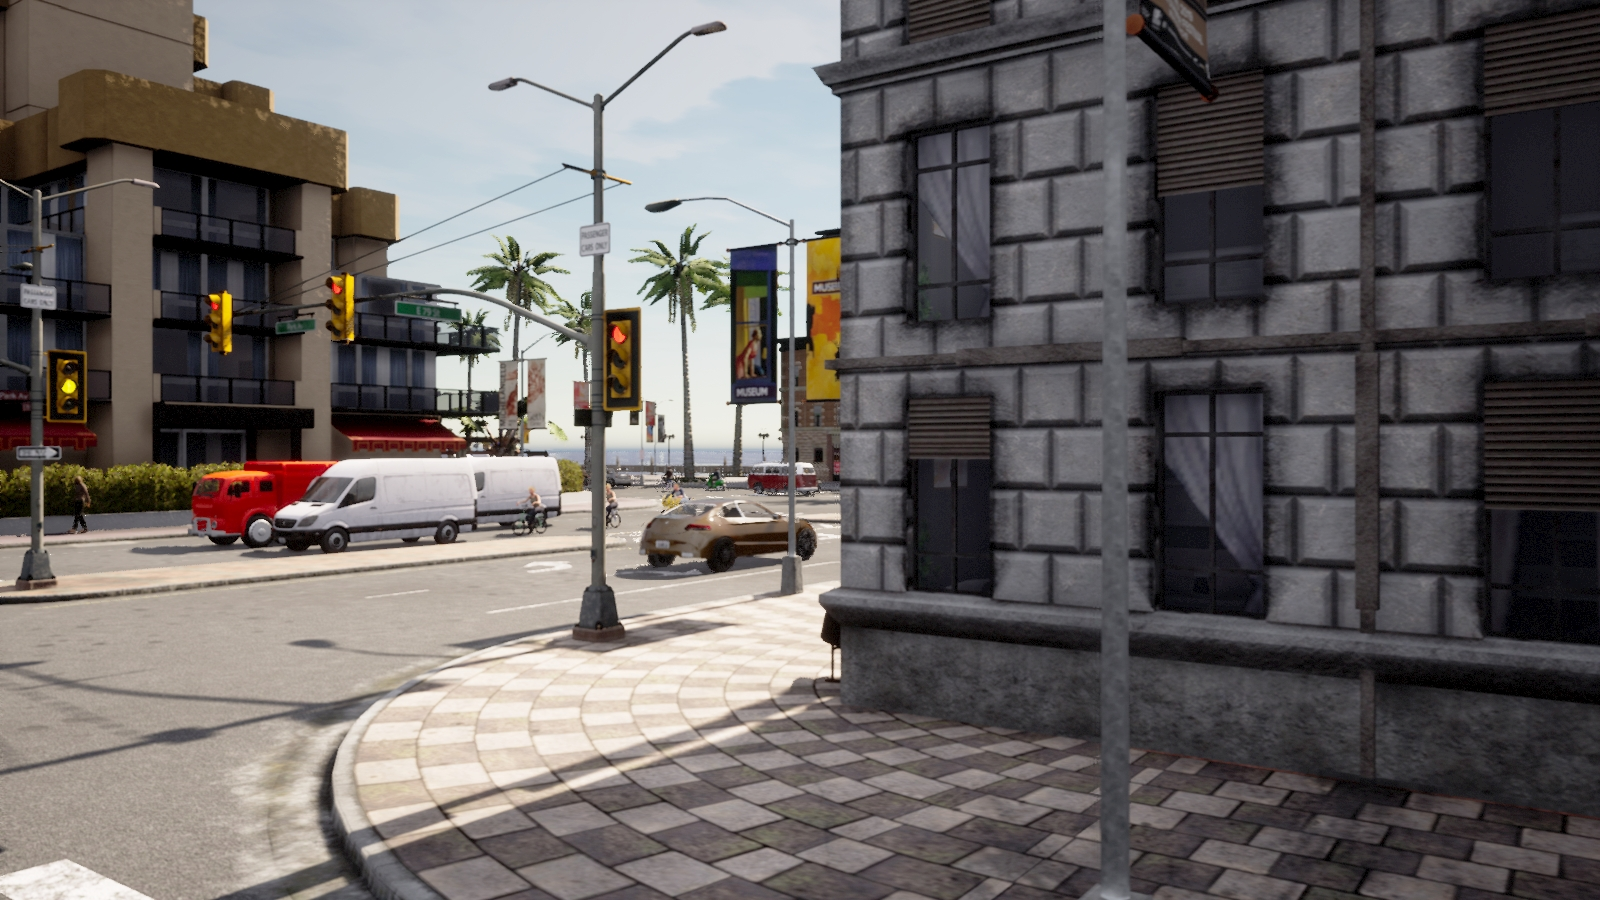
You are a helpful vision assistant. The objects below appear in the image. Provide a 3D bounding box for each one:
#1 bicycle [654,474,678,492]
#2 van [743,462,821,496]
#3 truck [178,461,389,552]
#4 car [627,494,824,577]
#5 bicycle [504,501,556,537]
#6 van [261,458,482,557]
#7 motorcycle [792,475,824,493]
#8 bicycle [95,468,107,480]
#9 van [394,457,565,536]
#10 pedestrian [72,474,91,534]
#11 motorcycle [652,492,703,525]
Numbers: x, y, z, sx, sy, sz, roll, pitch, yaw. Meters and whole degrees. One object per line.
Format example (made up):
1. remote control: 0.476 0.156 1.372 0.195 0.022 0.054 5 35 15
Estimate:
1. bicycle: -9.032 2.231 77.099 1.835 1.171 0.329 0 0 35
2. van: -1.133 1.800 71.439 4.480 2.038 2.069 0 0 36
3. truck: -15.481 1.581 34.518 2.627 2.467 5.204 0 0 35
4. car: -1.693 1.999 28.033 2.152 1.651 5.027 0 0 35
5. bicycle: -8.923 2.268 37.798 0.859 1.080 1.487 0 0 35
6. van: -12.218 1.546 33.064 1.988 2.561 5.915 0 0 35
7. motorcycle: 0.522 2.230 74.583 2.033 1.145 0.803 0 0 36
8. bicycle: -66.468 2.257 108.657 1.835 1.171 0.329 0 0 36
9. van: -11.226 1.548 40.524 1.988 2.561 5.915 0 0 35
10. pedestrian: -22.788 1.712 36.245 0.375 1.860 0.375 0 0 34
11. motorcycle: -4.679 2.225 43.841 0.803 1.145 2.033 0 0 35
